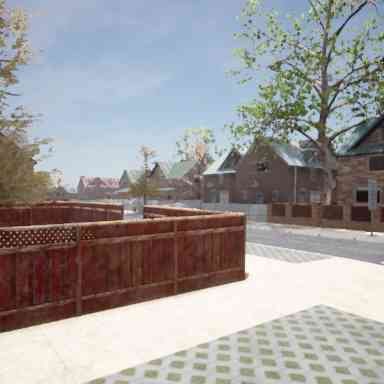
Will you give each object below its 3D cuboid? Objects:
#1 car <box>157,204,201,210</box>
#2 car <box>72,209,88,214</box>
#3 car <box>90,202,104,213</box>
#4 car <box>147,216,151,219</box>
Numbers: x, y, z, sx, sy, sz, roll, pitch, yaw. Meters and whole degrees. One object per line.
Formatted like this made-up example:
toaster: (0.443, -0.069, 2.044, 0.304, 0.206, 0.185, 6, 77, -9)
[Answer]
car: (-0.258, 1.657, 21.005, 1.882, 1.535, 5.008, 2, -2, -35)
car: (-14.906, 2.081, 42.169, 1.895, 1.301, 4.718, 2, -2, -34)
car: (-13.154, 2.069, 44.702, 1.837, 1.490, 4.892, 2, -2, -35)
car: (-2.457, 1.819, 29.330, 1.882, 1.535, 5.008, 2, -2, -35)
